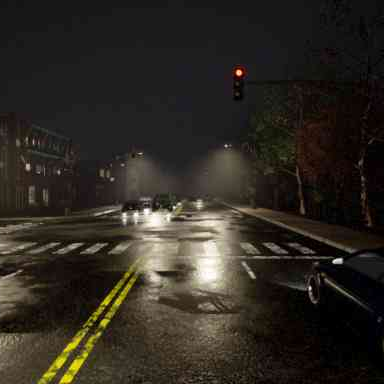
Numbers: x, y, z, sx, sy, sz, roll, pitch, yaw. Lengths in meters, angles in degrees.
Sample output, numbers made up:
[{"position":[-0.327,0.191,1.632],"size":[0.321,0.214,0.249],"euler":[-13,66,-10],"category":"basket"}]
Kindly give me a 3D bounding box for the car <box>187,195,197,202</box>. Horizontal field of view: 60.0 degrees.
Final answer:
[{"position":[-0.017,1.494,79.758],"size":[2.128,1.511,4.902],"euler":[0,0,0],"category":"car"}]

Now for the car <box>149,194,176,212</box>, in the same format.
[{"position":[-3.359,1.210,38.906],"size":[2.150,2.045,5.566],"euler":[0,0,0],"category":"car"}]

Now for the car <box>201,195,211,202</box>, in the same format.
[{"position":[3.231,1.509,78.533],"size":[2.033,1.411,5.357],"euler":[0,0,0],"category":"car"}]

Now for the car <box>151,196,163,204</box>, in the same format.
[{"position":[-6.567,1.504,62.643],"size":[1.812,1.442,4.674],"euler":[0,0,0],"category":"car"}]

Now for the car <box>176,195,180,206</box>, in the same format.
[{"position":[-3.358,1.530,52.533],"size":[2.033,1.411,5.357],"euler":[0,0,0],"category":"car"}]

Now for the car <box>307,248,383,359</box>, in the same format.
[{"position":[3.337,1.563,5.254],"size":[1.994,1.385,4.181],"euler":[0,0,1],"category":"car"}]

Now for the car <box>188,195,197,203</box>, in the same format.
[{"position":[0.086,1.501,69.677],"size":[1.812,1.442,4.674],"euler":[0,0,0],"category":"car"}]

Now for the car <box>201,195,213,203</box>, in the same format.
[{"position":[3.337,1.467,68.349],"size":[2.128,1.511,4.902],"euler":[0,0,0],"category":"car"}]

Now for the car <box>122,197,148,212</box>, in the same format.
[{"position":[-6.607,1.553,37.711],"size":[1.994,1.385,4.181],"euler":[0,0,0],"category":"car"}]
